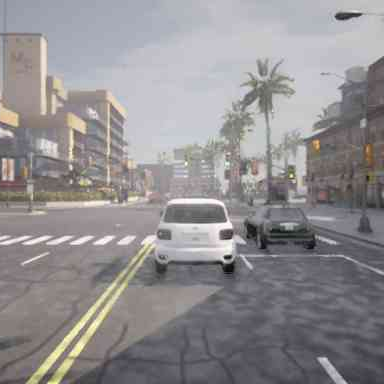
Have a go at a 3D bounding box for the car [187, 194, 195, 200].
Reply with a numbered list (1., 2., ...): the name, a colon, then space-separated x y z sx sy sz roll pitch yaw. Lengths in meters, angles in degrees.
1. car: -0.207 1.345 91.468 1.882 1.535 5.008 0 0 -4

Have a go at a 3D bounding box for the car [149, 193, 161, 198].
1. car: -7.058 1.126 65.195 2.150 2.045 5.566 0 0 0

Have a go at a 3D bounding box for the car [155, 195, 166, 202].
1. car: -7.066 1.416 74.918 2.128 1.511 4.902 0 0 0

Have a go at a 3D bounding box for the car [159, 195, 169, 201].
1. car: -7.078 1.416 85.258 2.033 1.411 5.357 0 0 0

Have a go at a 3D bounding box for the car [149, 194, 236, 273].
1. car: 0.085 1.207 10.802 2.150 2.045 5.566 0 0 0

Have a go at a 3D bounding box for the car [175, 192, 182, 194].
1. car: -3.566 1.391 74.902 1.837 1.490 4.892 0 0 0

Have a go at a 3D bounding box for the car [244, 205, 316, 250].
1. car: 3.583 1.330 14.352 2.097 1.767 4.553 0 0 0

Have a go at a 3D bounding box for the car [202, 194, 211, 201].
1. car: 3.430 1.363 79.386 1.882 1.535 5.008 0 0 0

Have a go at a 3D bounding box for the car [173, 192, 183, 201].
1. car: -3.583 1.101 85.472 2.150 2.045 5.566 0 0 0
